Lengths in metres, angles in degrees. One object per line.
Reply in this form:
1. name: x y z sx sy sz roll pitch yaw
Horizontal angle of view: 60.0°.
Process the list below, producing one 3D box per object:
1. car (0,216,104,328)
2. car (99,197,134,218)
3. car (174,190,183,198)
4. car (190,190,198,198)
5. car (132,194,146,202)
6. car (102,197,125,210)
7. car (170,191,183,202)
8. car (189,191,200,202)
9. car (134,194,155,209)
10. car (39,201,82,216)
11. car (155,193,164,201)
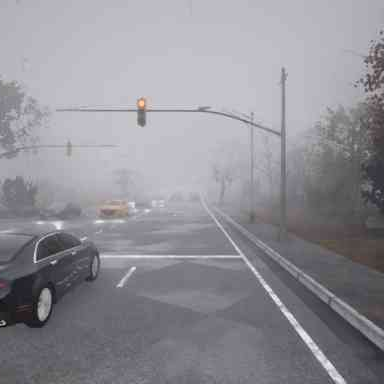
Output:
1. car: -3.374 1.505 6.997 1.837 1.490 4.892 0 0 0
2. car: -6.940 1.478 30.223 1.882 1.535 5.008 0 0 0
3. car: -3.032 0.445 74.460 1.882 1.535 5.008 0 3 0
4. car: 0.462 0.455 74.247 1.882 1.535 5.008 0 3 0
5. car: -10.142 1.091 64.394 1.895 1.301 4.718 0 3 1
6. car: -10.340 1.477 44.355 1.882 1.535 5.008 0 0 0
7. car: -3.007 0.839 64.409 2.097 1.767 4.553 0 3 0
8. car: 0.492 1.004 63.880 2.128 1.511 4.902 0 3 0
9. car: -6.824 1.477 46.704 1.882 1.535 5.008 0 0 1
10. car: -10.946 1.526 28.182 1.812 1.442 4.674 0 0 7
11. car: -6.604 0.890 66.804 1.812 1.442 4.674 0 3 1
